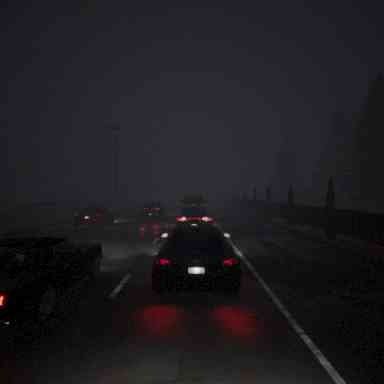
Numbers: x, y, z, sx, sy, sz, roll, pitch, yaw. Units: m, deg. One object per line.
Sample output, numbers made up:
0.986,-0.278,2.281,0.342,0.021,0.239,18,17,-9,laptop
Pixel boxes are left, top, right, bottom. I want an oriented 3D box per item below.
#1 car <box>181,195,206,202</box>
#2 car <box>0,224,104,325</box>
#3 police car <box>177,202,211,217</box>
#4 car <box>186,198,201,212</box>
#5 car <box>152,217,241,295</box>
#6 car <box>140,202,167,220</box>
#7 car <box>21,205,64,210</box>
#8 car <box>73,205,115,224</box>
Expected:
0.155,1.319,30.803,2.150,2.045,5.566,0,0,0,car
-3.386,1.624,7.105,1.895,1.301,4.718,0,0,0,car
0.132,1.565,19.096,2.038,1.542,4.974,0,0,0,police car
0.175,1.592,42.078,1.801,1.575,5.366,0,0,0,car
0.106,1.593,8.856,1.994,1.385,4.181,0,0,0,car
-3.347,1.586,29.226,2.128,1.511,4.902,0,0,0,car
-14.044,1.604,30.958,1.837,1.490,4.892,0,0,0,car
-6.857,1.640,23.656,1.994,1.385,4.181,0,0,0,car
